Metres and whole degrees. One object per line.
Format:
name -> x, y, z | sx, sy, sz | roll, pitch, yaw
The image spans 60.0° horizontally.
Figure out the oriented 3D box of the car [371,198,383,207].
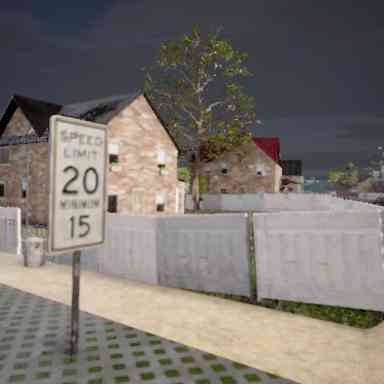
car -> 16.842, 1.194, 28.647 | 2.033, 1.411, 5.357 | 2, 1, 18
